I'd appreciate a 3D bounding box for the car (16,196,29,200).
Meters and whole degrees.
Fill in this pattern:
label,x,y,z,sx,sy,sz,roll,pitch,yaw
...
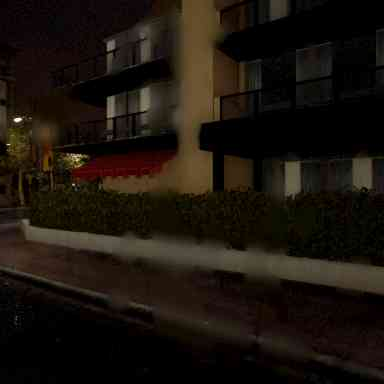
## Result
label,x,y,z,sx,sy,sz,roll,pitch,yaw
car,-36.129,1.481,67.948,4.892,1.521,2.231,0,0,36
